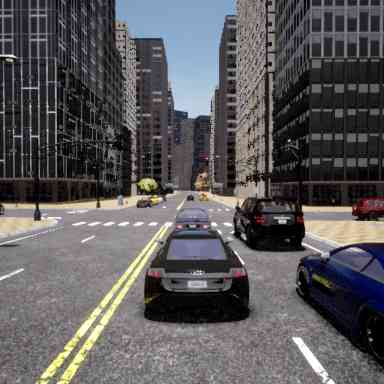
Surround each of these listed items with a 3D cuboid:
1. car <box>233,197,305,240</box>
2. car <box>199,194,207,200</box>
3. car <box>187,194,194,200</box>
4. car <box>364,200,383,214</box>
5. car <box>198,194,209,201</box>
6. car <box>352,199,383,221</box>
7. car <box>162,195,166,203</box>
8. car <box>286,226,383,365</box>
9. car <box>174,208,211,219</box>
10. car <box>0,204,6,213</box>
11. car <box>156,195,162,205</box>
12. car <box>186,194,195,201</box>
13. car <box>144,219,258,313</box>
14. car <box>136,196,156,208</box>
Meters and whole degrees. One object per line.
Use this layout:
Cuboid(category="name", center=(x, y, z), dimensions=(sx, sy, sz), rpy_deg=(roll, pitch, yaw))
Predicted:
Cuboid(category="car", center=(3.308, 1.213, 15.207), dimensions=(2.150, 2.045, 5.566), rpy_deg=(0, 0, -2))
Cuboid(category="car", center=(2.857, 1.243, 89.041), dimensions=(1.837, 1.490, 4.892), rpy_deg=(0, 0, 0))
Cuboid(category="car", center=(-0.395, 1.387, 89.445), dimensions=(1.882, 1.535, 5.008), rpy_deg=(0, 0, 0))
Cuboid(category="car", center=(21.650, 1.643, 36.204), dimensions=(4.829, 1.417, 1.752), rpy_deg=(1, 0, 1))
Cuboid(category="car", center=(2.903, 1.396, 78.624), dimensions=(1.882, 1.535, 5.008), rpy_deg=(0, 0, 0))
Cuboid(category="car", center=(16.078, 1.520, 27.892), dimensions=(5.009, 1.841, 2.192), rpy_deg=(1, 0, 1))
Cuboid(category="car", center=(-6.824, 1.469, 66.530), dimensions=(1.812, 1.442, 4.674), rpy_deg=(0, 0, 0))
Cuboid(category="car", center=(3.334, 1.561, 5.786), dimensions=(1.994, 1.385, 4.181), rpy_deg=(0, 0, -1))
Cuboid(category="car", center=(0.025, 1.538, 16.978), dimensions=(2.033, 1.411, 5.357), rpy_deg=(0, 0, 0))
Cuboid(category="car", center=(-19.939, 1.345, 30.916), dimensions=(4.892, 1.490, 1.837), rpy_deg=(1, 1, 1))
Cuboid(category="car", center=(-6.835, 1.433, 57.082), dimensions=(1.882, 1.535, 5.008), rpy_deg=(0, 0, 0))
Cuboid(category="car", center=(-0.351, 1.426, 79.386), dimensions=(1.837, 1.490, 4.892), rpy_deg=(0, 0, 0))
Cuboid(category="car", center=(0.068, 1.560, 7.756), dimensions=(1.994, 1.385, 4.181), rpy_deg=(0, 0, -1))
Cuboid(category="car", center=(-6.803, 1.530, 48.153), dimensions=(1.994, 1.385, 4.181), rpy_deg=(0, 0, 0))
